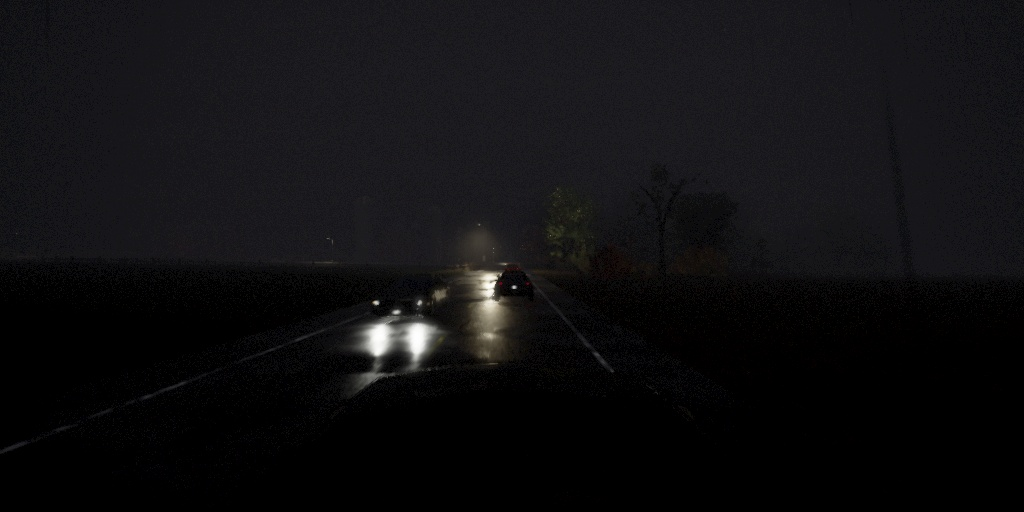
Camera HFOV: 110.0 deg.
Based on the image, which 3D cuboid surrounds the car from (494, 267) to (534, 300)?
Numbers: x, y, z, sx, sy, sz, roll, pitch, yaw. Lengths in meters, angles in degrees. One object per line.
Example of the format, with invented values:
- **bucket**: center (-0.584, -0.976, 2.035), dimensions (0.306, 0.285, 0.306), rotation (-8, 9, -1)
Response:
- **car**: center (0.104, 1.455, 18.862), dimensions (1.994, 1.385, 4.181), rotation (0, 0, 0)

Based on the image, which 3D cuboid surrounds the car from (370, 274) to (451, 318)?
- **car**: center (-3.595, 1.397, 13.839), dimensions (2.033, 1.411, 5.357), rotation (0, 0, 0)

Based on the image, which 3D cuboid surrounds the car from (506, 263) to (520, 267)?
- **car**: center (0.108, 1.525, 37.816), dimensions (1.882, 1.535, 5.008), rotation (0, -1, 0)
